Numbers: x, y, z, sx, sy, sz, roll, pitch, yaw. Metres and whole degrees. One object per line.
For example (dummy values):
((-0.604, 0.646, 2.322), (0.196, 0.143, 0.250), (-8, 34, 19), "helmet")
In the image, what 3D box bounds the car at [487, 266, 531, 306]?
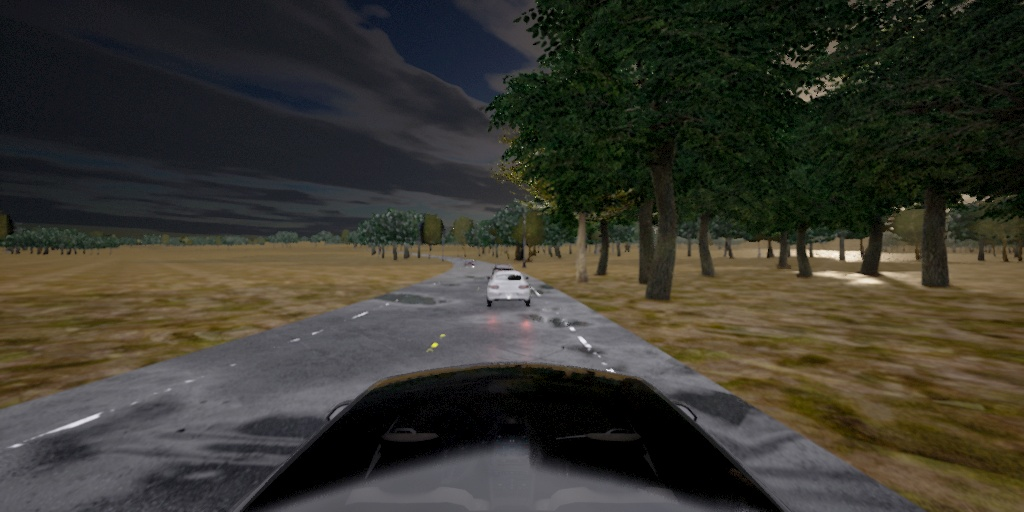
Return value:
((-0.176, 1.377, 16.331), (1.812, 1.442, 4.674), (0, 0, -1), "car")

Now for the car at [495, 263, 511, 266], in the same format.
((-0.819, 1.382, 31.271), (2.128, 1.511, 4.902), (0, 0, -3), "car")
